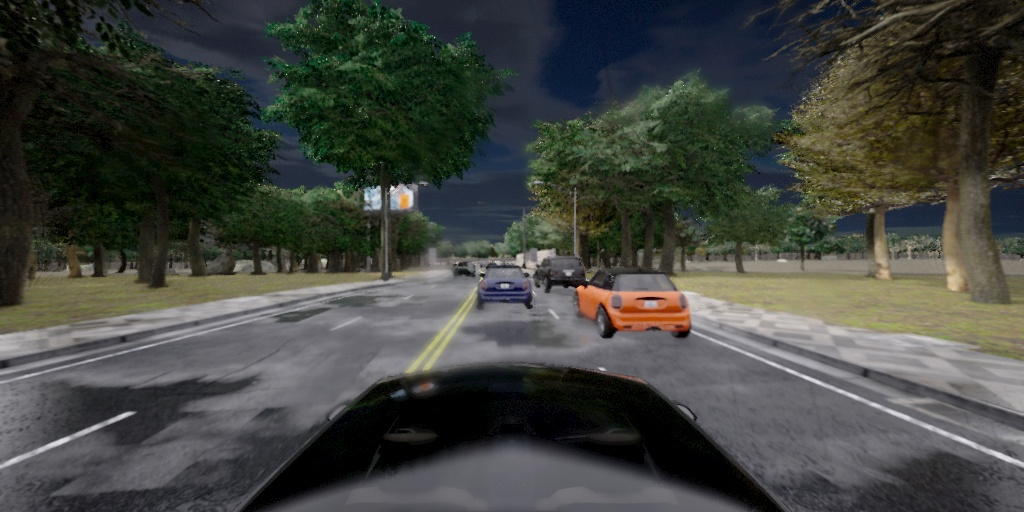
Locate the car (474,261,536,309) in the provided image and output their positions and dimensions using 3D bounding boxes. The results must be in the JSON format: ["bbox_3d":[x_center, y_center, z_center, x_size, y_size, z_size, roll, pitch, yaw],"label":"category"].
[{"bbox_3d":[-0.330,1.153,15.458,2.097,1.767,4.553,0,0,-2],"label":"car"}]

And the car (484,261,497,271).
[{"bbox_3d":[-3.518,1.607,58.701,1.837,1.490,4.892,0,0,-7],"label":"car"}]

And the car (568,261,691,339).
[{"bbox_3d":[3.159,1.127,10.383,2.097,1.767,4.553,0,0,-1],"label":"car"}]

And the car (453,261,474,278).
[{"bbox_3d":[-4.699,1.292,36.116,2.097,1.767,4.553,0,0,-4],"label":"car"}]

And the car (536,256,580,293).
[{"bbox_3d":[2.728,1.048,21.554,2.150,2.045,5.566,0,0,-6],"label":"car"}]
